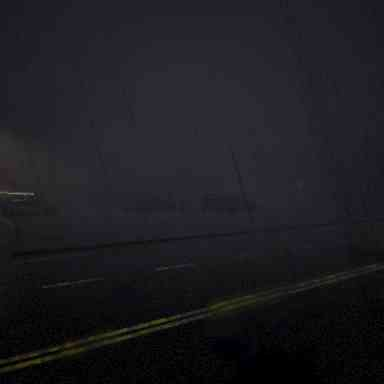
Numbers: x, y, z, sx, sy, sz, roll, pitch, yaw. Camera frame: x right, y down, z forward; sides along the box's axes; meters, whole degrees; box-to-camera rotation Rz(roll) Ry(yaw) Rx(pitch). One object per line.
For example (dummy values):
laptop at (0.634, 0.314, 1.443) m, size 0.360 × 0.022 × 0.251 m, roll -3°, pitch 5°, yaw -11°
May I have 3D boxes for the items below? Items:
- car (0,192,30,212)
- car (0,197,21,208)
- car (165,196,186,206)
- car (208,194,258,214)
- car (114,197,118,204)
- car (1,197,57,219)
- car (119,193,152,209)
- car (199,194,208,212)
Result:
car at (-23.035, 1.150, 41.003) m, size 4.605 × 1.855 × 1.932 m, roll 0°, pitch 0°, yaw -35°
car at (-24.656, 1.361, 43.404) m, size 3.905 × 1.438 × 1.784 m, roll 0°, pitch 0°, yaw -35°
car at (-3.034, 1.528, 69.253) m, size 1.837 × 1.490 × 4.892 m, roll 0°, pitch 0°, yaw -34°
car at (4.250, 1.151, 32.755) m, size 4.605 × 1.855 × 1.932 m, roll 0°, pitch 0°, yaw -35°
car at (-10.411, 1.393, 53.513) m, size 3.806 × 1.475 × 1.970 m, roll 0°, pitch 0°, yaw -35°
car at (-13.198, 1.393, 27.264) m, size 3.806 × 1.475 × 1.970 m, roll 0°, pitch 0°, yaw -35°
car at (-8.747, 1.153, 51.143) m, size 3.866 × 1.878 × 1.905 m, roll 0°, pitch 0°, yaw -35°
car at (2.622, 1.154, 35.149) m, size 3.866 × 1.878 × 1.905 m, roll 0°, pitch 0°, yaw -35°
